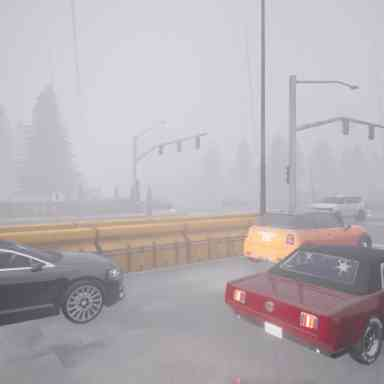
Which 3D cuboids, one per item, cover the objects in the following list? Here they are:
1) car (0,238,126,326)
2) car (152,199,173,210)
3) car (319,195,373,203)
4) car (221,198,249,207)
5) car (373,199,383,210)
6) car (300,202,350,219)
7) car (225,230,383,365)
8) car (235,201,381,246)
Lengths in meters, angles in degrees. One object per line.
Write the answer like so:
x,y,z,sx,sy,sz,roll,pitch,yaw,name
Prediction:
-3.543,1.492,5.511,4.902,1.511,2.128,0,0,-36,car
-4.253,1.563,43.979,1.994,1.385,4.181,0,0,-36,car
10.646,1.220,24.502,5.566,2.045,2.150,0,0,-36,car
6.162,1.524,47.586,1.812,1.442,4.674,0,0,-35,car
22.637,1.562,41.682,4.181,1.385,1.994,0,0,-36,car
11.960,1.600,29.753,4.718,1.301,1.895,0,0,-36,car
2.922,1.601,5.837,4.718,1.301,1.895,0,0,-36,car
3.870,1.352,10.817,4.553,1.767,2.097,0,0,-36,car
